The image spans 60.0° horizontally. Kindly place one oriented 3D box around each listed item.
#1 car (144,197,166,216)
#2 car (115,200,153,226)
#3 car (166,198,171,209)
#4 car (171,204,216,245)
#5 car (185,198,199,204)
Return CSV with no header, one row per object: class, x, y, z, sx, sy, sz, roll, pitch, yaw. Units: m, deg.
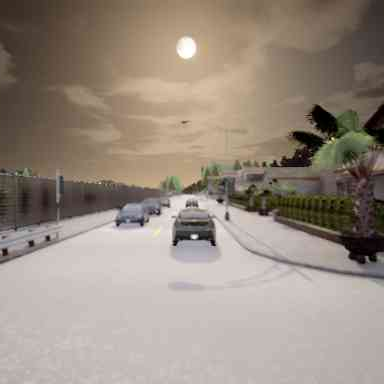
car,-4.095,1.400,33.331,2.097,1.767,4.553,0,0,0
car,-4.100,1.559,23.538,1.812,1.442,4.674,0,0,-1
car,-4.068,1.573,47.876,1.837,1.490,4.892,0,0,0
car,0.092,1.528,15.654,1.837,1.490,4.892,0,0,0
car,-0.003,1.594,47.511,1.812,1.442,4.674,0,0,0
